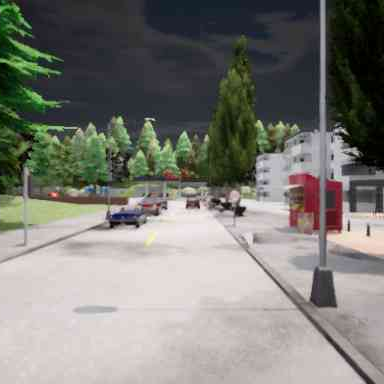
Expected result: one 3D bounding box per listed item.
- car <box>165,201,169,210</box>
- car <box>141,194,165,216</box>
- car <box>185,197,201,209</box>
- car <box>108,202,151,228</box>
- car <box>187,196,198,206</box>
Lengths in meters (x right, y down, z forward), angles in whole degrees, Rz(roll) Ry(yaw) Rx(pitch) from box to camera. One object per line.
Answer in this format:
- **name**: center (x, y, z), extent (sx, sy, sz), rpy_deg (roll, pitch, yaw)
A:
- **car**: center (-4.043, 1.544, 41.782), extent (1.994, 1.385, 4.181), rpy_deg (0, 0, 1)
- **car**: center (-4.087, 1.337, 31.826), extent (2.097, 1.767, 4.553), rpy_deg (0, 0, 0)
- **car**: center (0.122, 1.456, 44.881), extent (1.882, 1.535, 5.008), rpy_deg (0, 0, 0)
- **car**: center (-4.100, 1.590, 21.933), extent (1.895, 1.301, 4.718), rpy_deg (0, 0, 0)
- **car**: center (0.049, 1.500, 55.185), extent (1.812, 1.442, 4.674), rpy_deg (0, 0, 0)
